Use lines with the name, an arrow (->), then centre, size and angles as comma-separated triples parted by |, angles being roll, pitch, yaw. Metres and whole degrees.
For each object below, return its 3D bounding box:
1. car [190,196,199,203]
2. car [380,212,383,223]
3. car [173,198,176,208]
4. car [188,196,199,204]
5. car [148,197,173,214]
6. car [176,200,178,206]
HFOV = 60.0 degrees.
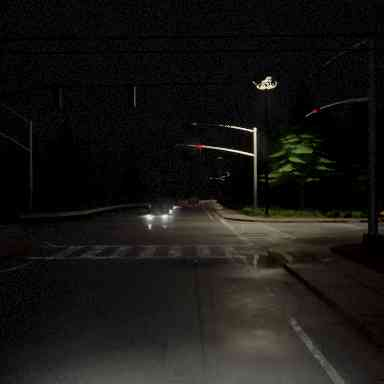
car -> 0.631, 1.629, 75.652 | 1.837, 1.490, 4.892 | 0, 0, 2
car -> 15.142, 1.485, 22.020 | 5.008, 1.535, 1.882 | 0, 0, 1
car -> -3.601, 1.642, 46.605 | 1.837, 1.490, 4.892 | 0, 0, 0
car -> 0.312, 1.689, 65.344 | 1.812, 1.442, 4.674 | 0, 0, 2
car -> -3.615, 1.465, 36.735 | 2.097, 1.767, 4.553 | 0, 0, 0
car -> -3.512, 1.725, 56.684 | 1.994, 1.385, 4.181 | 0, 0, 1
